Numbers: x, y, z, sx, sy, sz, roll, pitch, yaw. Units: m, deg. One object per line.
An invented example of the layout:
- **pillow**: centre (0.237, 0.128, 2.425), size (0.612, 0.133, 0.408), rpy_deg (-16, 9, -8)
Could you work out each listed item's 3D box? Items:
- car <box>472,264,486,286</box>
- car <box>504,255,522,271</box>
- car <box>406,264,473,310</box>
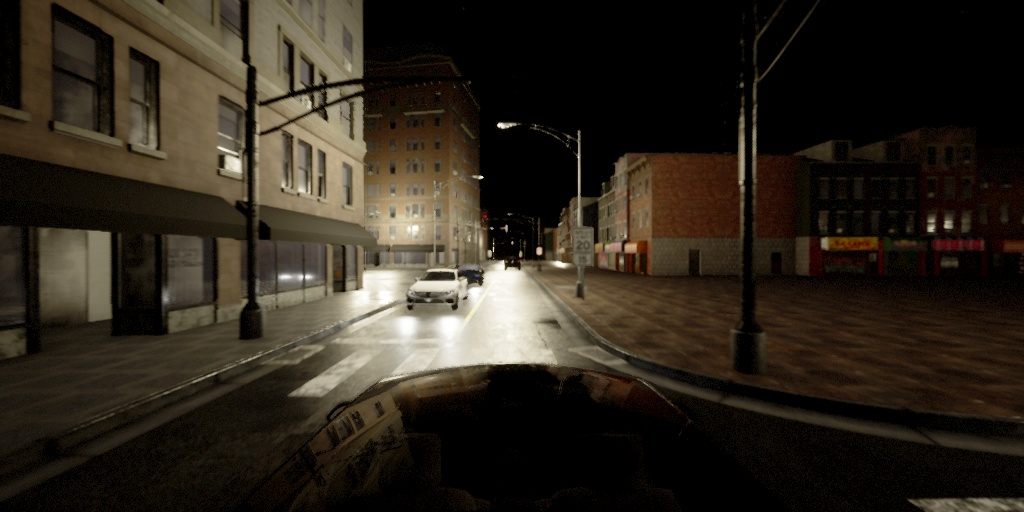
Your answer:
- **car**: centre (-2.849, 1.240, 24.255), size (1.994, 1.385, 4.181), rpy_deg (0, 0, 0)
- **car**: centre (0.081, 0.835, 47.482), size (2.150, 2.045, 5.566), rpy_deg (0, 0, 0)
- **car**: centre (-2.854, 1.232, 14.594), size (1.812, 1.442, 4.674), rpy_deg (0, 0, 0)
